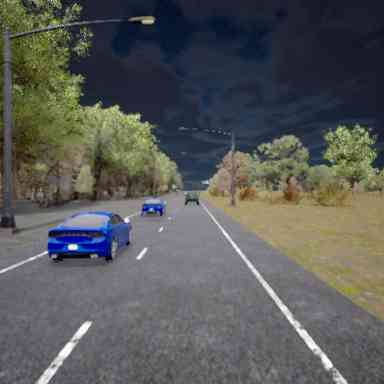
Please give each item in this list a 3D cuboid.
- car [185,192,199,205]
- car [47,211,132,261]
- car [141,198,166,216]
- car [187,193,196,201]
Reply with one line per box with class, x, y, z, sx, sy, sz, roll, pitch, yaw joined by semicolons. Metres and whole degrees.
car;0.026;0.955;53.613;2.150;2.045;5.566;0;0;0
car;-3.417;1.418;12.009;1.882;1.535;5.008;0;0;0
car;-3.442;1.325;30.629;1.882;1.535;5.008;0;0;0
car;-0.096;1.117;73.125;1.882;1.535;5.008;0;0;0
